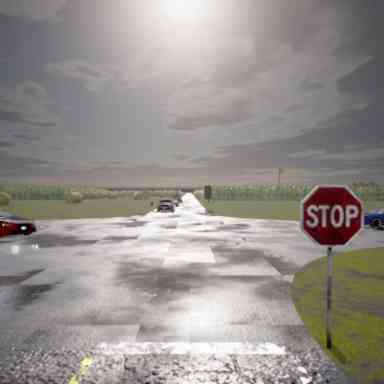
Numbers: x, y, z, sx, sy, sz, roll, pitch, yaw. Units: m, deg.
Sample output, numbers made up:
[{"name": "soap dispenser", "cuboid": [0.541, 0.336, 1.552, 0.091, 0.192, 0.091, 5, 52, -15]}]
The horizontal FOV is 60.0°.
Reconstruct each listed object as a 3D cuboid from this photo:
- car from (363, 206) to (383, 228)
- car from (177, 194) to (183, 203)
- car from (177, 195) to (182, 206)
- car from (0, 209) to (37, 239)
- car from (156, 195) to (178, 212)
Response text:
[{"name": "car", "cuboid": [13.198, 1.581, 21.663, 5.357, 1.411, 2.033, 0, 1, 0]}, {"name": "car", "cuboid": [-3.005, 1.373, 67.315, 2.097, 1.767, 4.553, 0, 0, 0]}, {"name": "car", "cuboid": [-3.008, 1.555, 51.356, 2.033, 1.411, 5.357, 0, 0, 0]}, {"name": "car", "cuboid": [-9.994, 1.555, 16.783, 4.181, 1.385, 1.994, 0, 0, 20]}, {"name": "car", "cuboid": [-2.982, 1.504, 38.717, 1.837, 1.490, 4.892, 0, 1, 1]}]
